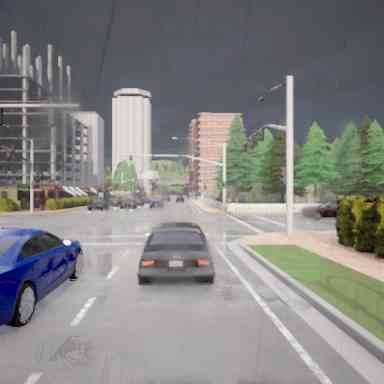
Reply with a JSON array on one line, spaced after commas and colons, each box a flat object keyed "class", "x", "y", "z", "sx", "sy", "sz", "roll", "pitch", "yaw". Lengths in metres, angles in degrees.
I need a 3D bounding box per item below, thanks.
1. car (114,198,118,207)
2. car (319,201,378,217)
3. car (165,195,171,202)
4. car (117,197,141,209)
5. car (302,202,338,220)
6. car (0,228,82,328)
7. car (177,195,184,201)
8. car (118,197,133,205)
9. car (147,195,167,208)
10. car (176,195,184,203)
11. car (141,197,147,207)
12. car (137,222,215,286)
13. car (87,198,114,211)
[{"class": "car", "x": -12.523, "y": 1.681, "z": 53.780, "sx": 2.033, "sy": 1.411, "sz": 5.357, "roll": 0, "pitch": 0, "yaw": -2}, {"class": "car", "x": 14.781, "y": 1.599, "z": 31.558, "sx": 4.674, "sy": 1.442, "sz": 1.812, "roll": 0, "pitch": 0, "yaw": -1}, {"class": "car", "x": -6.452, "y": 1.560, "z": 83.494, "sx": 2.097, "sy": 1.767, "sz": 4.553, "roll": 0, "pitch": 0, "yaw": -2}, {"class": "car", "x": -8.784, "y": 1.680, "z": 46.744, "sx": 1.994, "sy": 1.385, "sz": 4.181, "roll": 0, "pitch": 0, "yaw": -2}, {"class": "car", "x": 11.839, "y": 1.543, "z": 28.051, "sx": 5.008, "sy": 1.535, "sz": 1.882, "roll": 0, "pitch": 0, "yaw": -1}, {"class": "car", "x": -3.792, "y": 1.496, "z": 6.999, "sx": 1.882, "sy": 1.535, "sz": 5.008, "roll": 0, "pitch": 0, "yaw": -3}, {"class": "car", "x": -2.994, "y": 1.534, "z": 84.776, "sx": 1.837, "sy": 1.490, "sz": 4.892, "roll": 0, "pitch": 0, "yaw": -2}, {"class": "car", "x": -12.830, "y": 1.707, "z": 64.328, "sx": 2.033, "sy": 1.411, "sz": 5.357, "roll": 0, "pitch": 0, "yaw": -1}, {"class": "car", "x": -5.157, "y": 1.647, "z": 49.468, "sx": 1.812, "sy": 1.442, "sz": 4.674, "roll": 0, "pitch": 0, "yaw": -2}, {"class": "car", "x": -2.676, "y": 1.678, "z": 75.561, "sx": 1.837, "sy": 1.490, "sz": 4.892, "roll": 0, "pitch": 0, "yaw": -2}, {"class": "car", "x": -9.061, "y": 1.700, "z": 55.106, "sx": 1.994, "sy": 1.385, "sz": 4.181, "roll": 0, "pitch": 0, "yaw": -2}, {"class": "car", "x": -0.428, "y": 1.571, "z": 9.536, "sx": 2.033, "sy": 1.411, "sz": 5.357, "roll": 0, "pitch": 0, "yaw": -2}, {"class": "car", "x": -12.187, "y": 1.657, "z": 43.741, "sx": 2.033, "sy": 1.411, "sz": 5.357, "roll": 0, "pitch": 0, "yaw": -2}]
